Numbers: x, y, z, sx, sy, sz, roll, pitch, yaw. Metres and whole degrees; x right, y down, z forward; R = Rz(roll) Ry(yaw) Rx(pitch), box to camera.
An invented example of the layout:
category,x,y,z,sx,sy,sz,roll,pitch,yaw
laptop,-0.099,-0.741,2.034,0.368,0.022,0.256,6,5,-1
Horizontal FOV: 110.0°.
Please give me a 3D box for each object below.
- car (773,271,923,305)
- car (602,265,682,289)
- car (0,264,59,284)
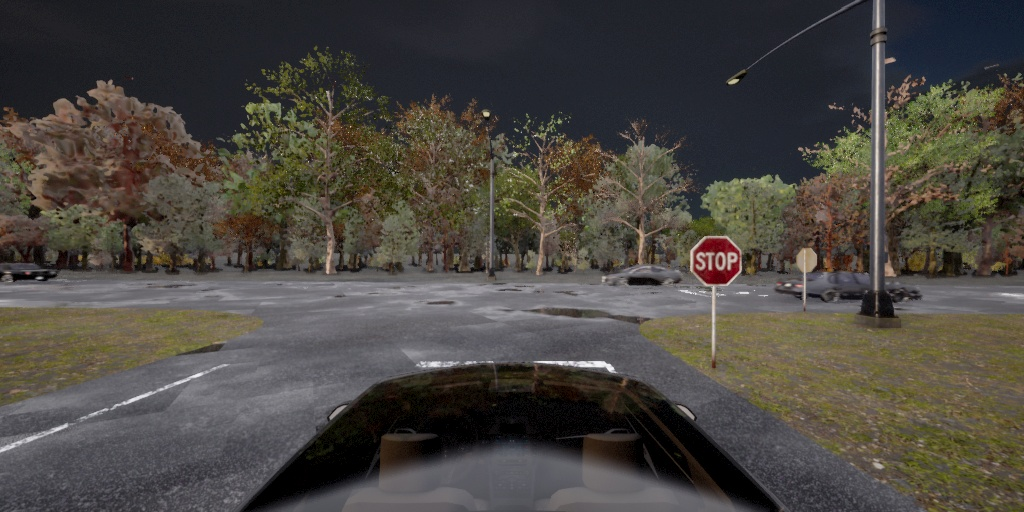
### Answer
category,x,y,z,sx,sy,sz,roll,pitch,yaw
car,15.056,1.385,16.278,5.357,1.411,2.033,0,0,0
car,8.391,1.348,23.285,4.902,1.511,2.128,0,0,0
car,-33.519,1.151,23.828,4.718,1.301,1.895,0,0,1
